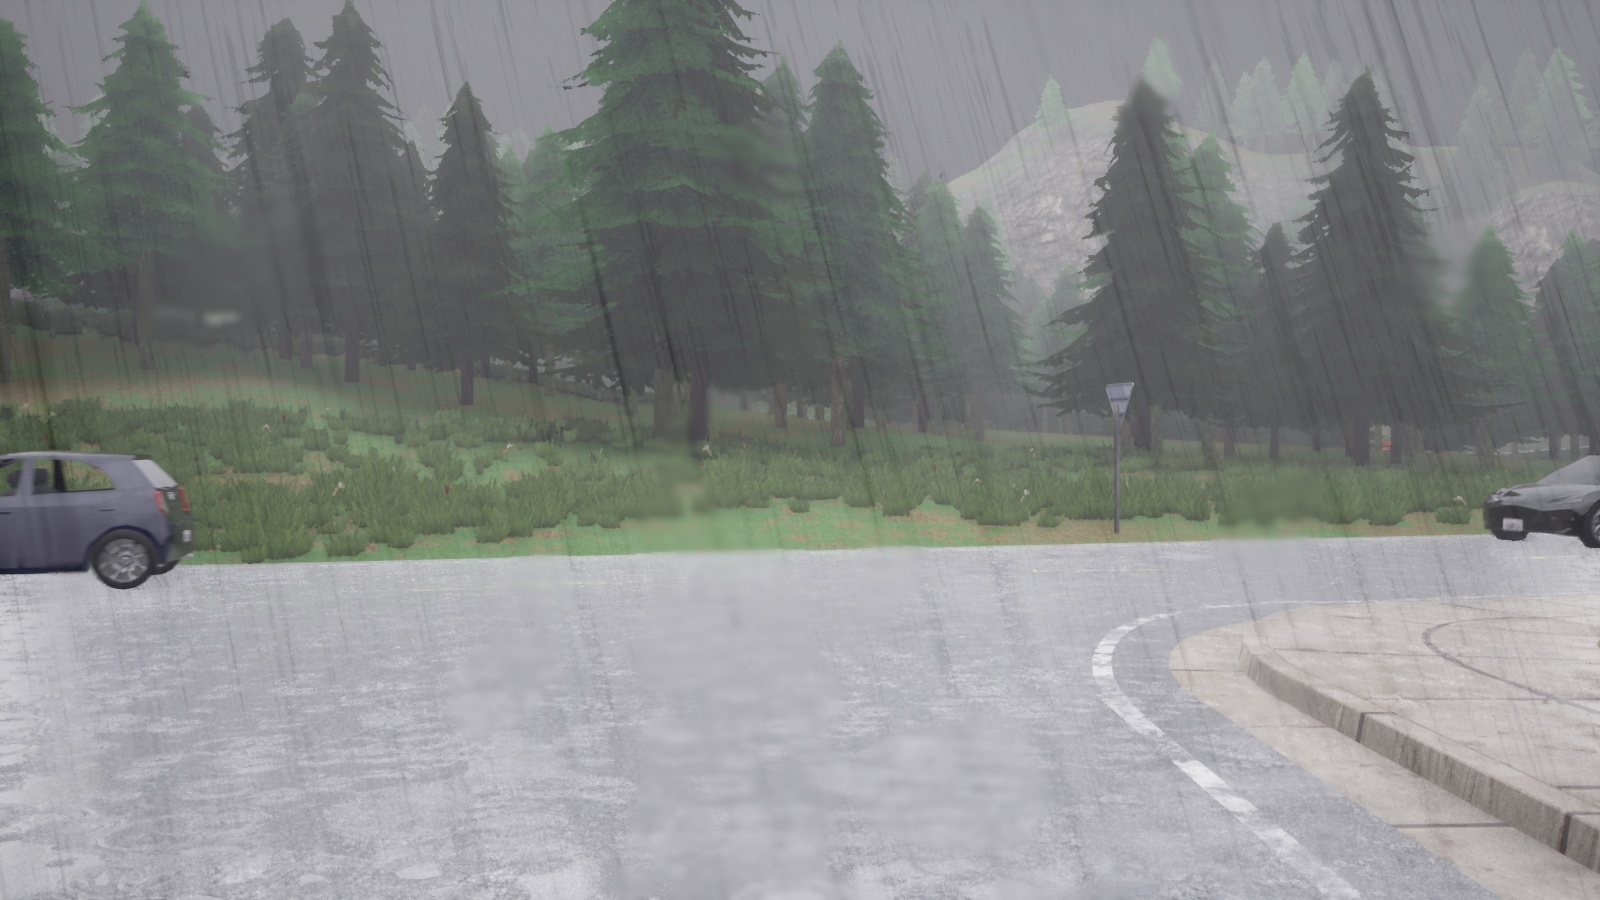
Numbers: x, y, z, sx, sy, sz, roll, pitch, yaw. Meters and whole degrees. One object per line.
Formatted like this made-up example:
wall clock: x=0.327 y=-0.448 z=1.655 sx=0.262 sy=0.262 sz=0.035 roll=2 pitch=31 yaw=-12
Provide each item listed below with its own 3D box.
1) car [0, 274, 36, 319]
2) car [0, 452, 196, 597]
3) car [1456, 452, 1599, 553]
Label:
car: x=-36.002 y=-6.769 z=54.205 sx=5.027 sy=1.651 sz=2.152 roll=2 pitch=-1 yaw=-28
car: x=-8.877 y=0.782 z=13.954 sx=3.633 sy=1.501 sz=1.845 roll=0 pitch=0 yaw=-16
car: x=13.407 y=0.775 z=20.290 sx=4.792 sy=1.488 sz=2.163 roll=0 pitch=0 yaw=-16
